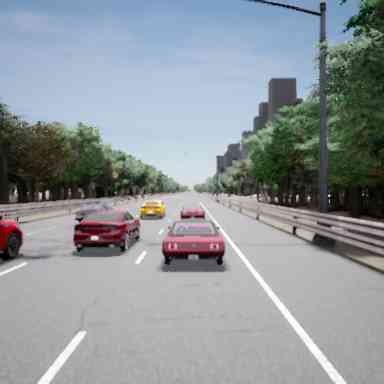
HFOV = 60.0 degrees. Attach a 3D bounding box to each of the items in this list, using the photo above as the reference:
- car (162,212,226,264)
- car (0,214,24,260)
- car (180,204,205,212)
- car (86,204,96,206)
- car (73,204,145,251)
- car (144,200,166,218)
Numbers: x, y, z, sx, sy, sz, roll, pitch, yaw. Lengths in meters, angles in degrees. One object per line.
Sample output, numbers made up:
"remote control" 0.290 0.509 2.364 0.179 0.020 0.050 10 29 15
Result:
"car" 0.064 1.607 11.857 1.895 1.301 4.718 0 0 0
"car" -6.942 1.222 9.290 2.150 2.045 5.566 0 -1 -1
"car" 0.061 1.606 26.819 1.895 1.301 4.718 0 0 0
"car" -6.955 1.554 24.543 2.033 1.411 5.357 0 0 0
"car" -3.423 1.485 14.213 1.882 1.535 5.008 0 0 0
"car" -3.423 1.482 29.824 1.882 1.535 5.008 0 0 0
